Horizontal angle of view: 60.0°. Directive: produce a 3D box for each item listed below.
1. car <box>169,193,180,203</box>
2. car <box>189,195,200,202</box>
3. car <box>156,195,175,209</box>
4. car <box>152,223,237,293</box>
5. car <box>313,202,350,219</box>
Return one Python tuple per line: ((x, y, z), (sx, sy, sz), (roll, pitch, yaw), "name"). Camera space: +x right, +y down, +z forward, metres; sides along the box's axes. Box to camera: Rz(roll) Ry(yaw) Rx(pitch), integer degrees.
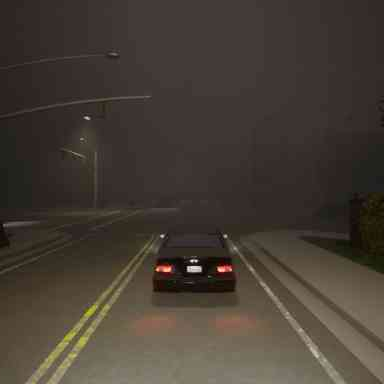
((-3.688, 1.226, 67.197), (2.150, 2.045, 5.566), (0, 0, 0), "car")
((0.535, 1.527, 79.015), (2.033, 1.411, 5.357), (0, 0, 12), "car")
((-3.811, 1.527, 46.371), (1.812, 1.442, 4.674), (0, 0, 2), "car")
((0.051, 1.547, 8.984), (2.033, 1.411, 5.357), (0, 0, 0), "car")
((12.674, 1.554, 28.677), (4.181, 1.385, 1.994), (0, 0, 12), "car")
